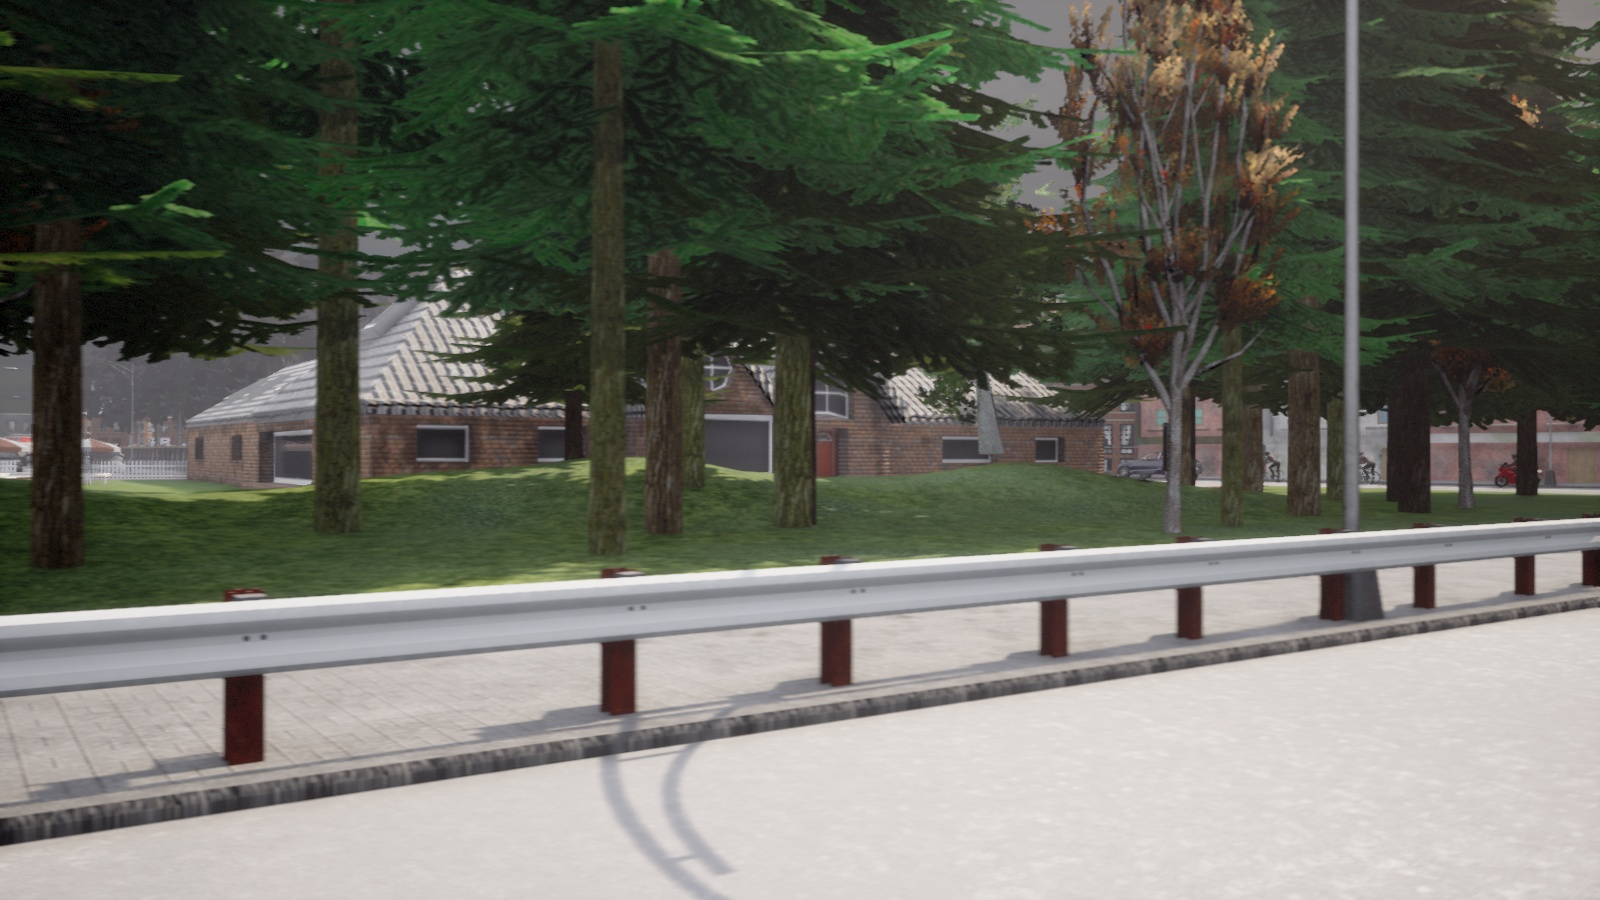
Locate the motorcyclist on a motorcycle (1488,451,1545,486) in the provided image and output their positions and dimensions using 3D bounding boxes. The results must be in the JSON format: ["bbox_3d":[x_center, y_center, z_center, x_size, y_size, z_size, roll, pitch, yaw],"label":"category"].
[{"bbox_3d":[31.798,0.797,55.730,0.797,1.523,2.044,0,0,-35],"label":"motorcyclist on a motorcycle"}]

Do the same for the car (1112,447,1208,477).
[{"bbox_3d":[20.581,0.657,71.945,2.152,1.651,5.027,0,0,-35],"label":"car"}]

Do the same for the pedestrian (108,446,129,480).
[{"bbox_3d":[-37.009,0.691,68.184,0.900,1.855,0.874,0,0,-37],"label":"pedestrian"}]

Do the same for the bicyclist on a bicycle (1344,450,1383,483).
[{"bbox_3d":[27.679,0.791,61.684,0.582,1.620,1.656,0,0,-35],"label":"bicyclist on a bicycle"}]
